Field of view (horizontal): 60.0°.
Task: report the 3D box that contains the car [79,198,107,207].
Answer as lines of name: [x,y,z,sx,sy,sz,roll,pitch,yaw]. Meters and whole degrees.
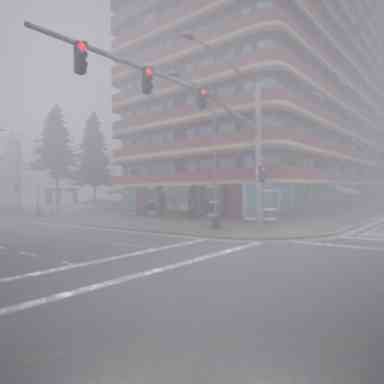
car: [-14.064,1.637,49.249,2.033,1.411,5.357,-1,0,40]
